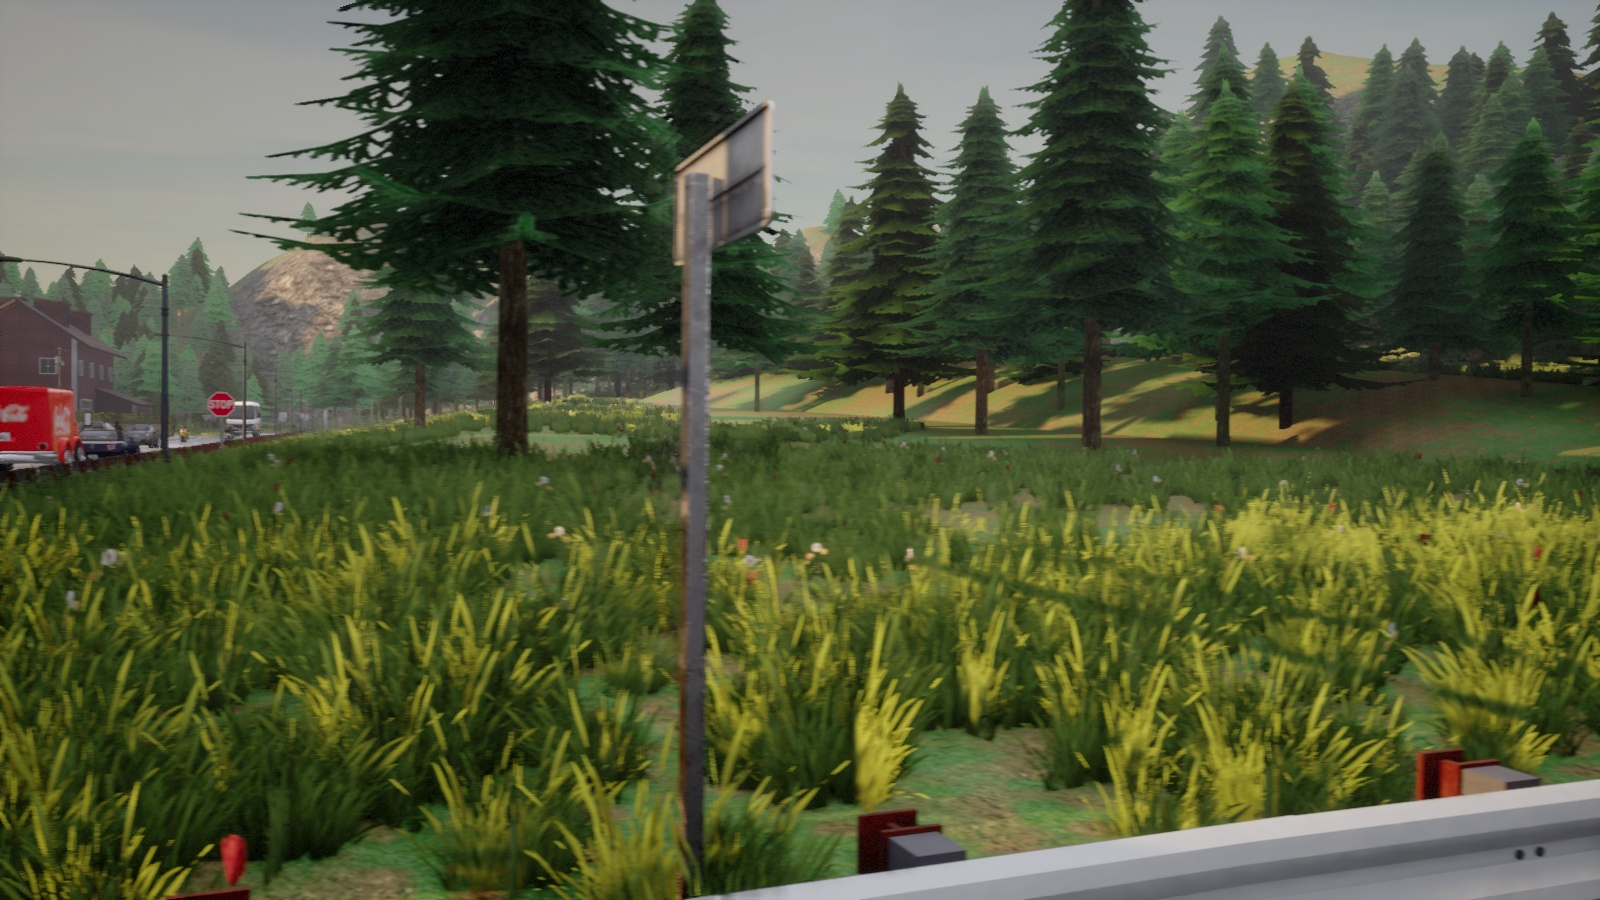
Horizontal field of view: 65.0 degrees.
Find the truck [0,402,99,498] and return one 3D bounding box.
[{"bbox_3d":[-21.543,-0.007,35.029,2.627,2.467,5.204,-1,0,-20],"label":"truck"}]

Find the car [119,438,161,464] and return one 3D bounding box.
[{"bbox_3d":[-40.171,0.029,76.501,1.845,1.501,3.633,-1,1,-21],"label":"car"}]

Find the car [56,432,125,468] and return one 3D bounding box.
[{"bbox_3d":[-34.984,-0.028,62.073,2.152,1.651,5.027,-1,1,-20],"label":"car"}]

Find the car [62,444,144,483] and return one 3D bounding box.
[{"bbox_3d":[-25.548,0.450,46.191,1.895,1.301,4.718,-1,1,-20],"label":"car"}]
